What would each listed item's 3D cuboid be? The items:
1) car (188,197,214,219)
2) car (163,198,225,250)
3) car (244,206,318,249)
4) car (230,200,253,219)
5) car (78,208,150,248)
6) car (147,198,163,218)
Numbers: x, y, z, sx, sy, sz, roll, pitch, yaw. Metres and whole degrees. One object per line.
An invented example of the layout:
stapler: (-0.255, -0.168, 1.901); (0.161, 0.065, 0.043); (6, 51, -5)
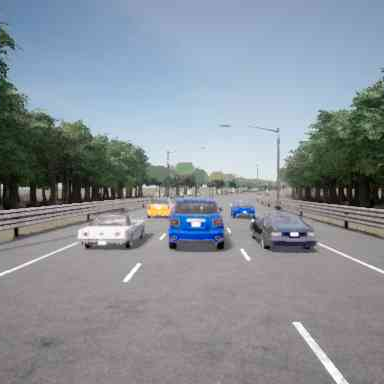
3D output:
car: (0.887, 1.328, 29.277); (2.097, 1.767, 4.553); (0, 0, 3)
car: (0.223, 1.246, 14.509); (2.150, 2.045, 5.566); (0, 0, 2)
car: (3.721, 1.553, 14.375); (2.033, 1.411, 5.357); (0, 0, 2)
car: (4.383, 1.448, 29.097); (1.882, 1.535, 5.008); (0, 0, 3)
car: (-3.276, 1.604, 14.615); (1.895, 1.301, 4.718); (0, 0, 2)
car: (-2.606, 1.326, 29.487); (2.097, 1.767, 4.553); (0, 0, 3)
